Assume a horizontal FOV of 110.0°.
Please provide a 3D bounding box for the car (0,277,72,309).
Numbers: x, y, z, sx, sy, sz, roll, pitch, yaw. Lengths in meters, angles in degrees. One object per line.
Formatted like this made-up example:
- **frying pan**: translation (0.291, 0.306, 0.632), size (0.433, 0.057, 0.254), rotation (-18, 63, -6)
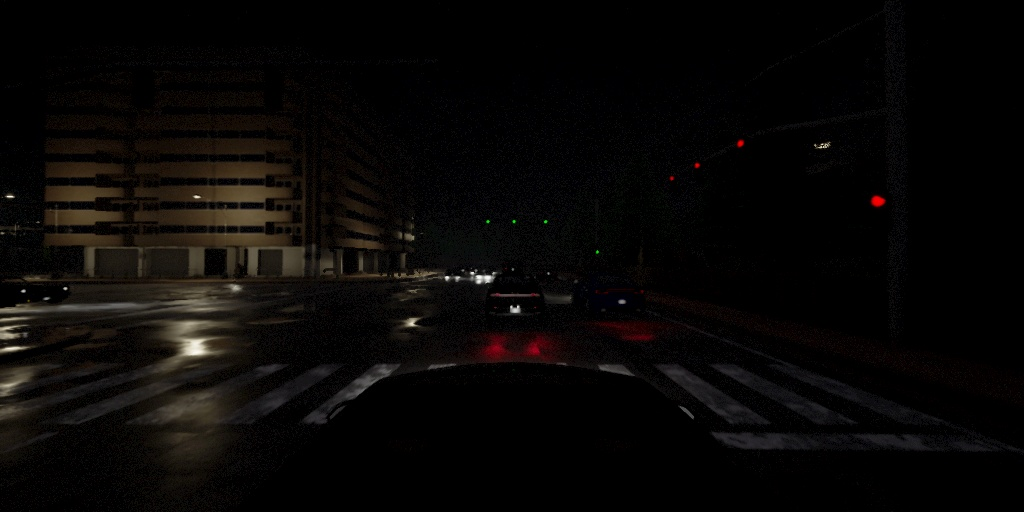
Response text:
- **car**: translation (-22.788, 1.575, 15.844), size (4.718, 1.301, 1.895), rotation (0, -1, -1)

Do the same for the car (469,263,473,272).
- **car**: translation (-7.320, 1.951, 60.586), size (1.837, 1.490, 4.892), rotation (0, -1, -3)

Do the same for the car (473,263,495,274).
- **car**: translation (-3.599, 1.787, 47.925), size (2.128, 1.511, 4.902), rotation (0, -1, 0)

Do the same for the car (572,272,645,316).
- **car**: translation (3.596, 1.375, 14.194), size (1.882, 1.535, 5.008), rotation (0, -1, 0)

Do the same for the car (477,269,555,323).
- **car**: translation (0.096, 1.370, 12.646), size (2.128, 1.511, 4.902), rotation (0, -1, 0)

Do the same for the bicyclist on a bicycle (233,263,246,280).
- **bicyclist on a bicycle**: translation (-25.677, 1.488, 33.789), size (0.582, 1.620, 1.656), rotation (0, 0, -1)

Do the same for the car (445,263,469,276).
- **car**: translation (-7.098, 1.813, 45.405), size (2.033, 1.411, 5.357), rotation (0, -1, 0)

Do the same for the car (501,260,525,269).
- **car**: translation (0.092, 1.374, 35.796), size (2.150, 2.045, 5.566), rotation (0, -1, 0)

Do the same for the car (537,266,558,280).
- **car**: translation (3.591, 1.733, 37.248), size (1.994, 1.385, 4.181), rotation (0, -1, 0)
